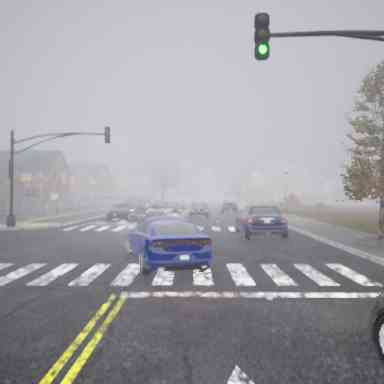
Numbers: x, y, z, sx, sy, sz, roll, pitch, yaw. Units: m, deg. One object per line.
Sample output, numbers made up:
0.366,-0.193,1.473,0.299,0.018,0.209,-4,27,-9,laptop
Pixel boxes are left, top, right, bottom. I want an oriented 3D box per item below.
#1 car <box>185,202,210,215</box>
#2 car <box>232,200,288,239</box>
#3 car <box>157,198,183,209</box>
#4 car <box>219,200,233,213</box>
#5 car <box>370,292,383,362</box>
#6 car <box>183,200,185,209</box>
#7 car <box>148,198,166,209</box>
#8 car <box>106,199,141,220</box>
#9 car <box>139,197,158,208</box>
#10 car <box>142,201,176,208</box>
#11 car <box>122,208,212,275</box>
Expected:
0.719,1.668,31.894,2.033,1.411,5.357,0,0,2,car
3.570,1.414,17.729,2.097,1.767,4.553,0,0,1,car
-2.459,1.714,38.218,1.994,1.385,4.181,0,0,3,car
4.235,1.650,38.286,1.837,1.490,4.892,0,0,2,car
3.378,1.514,2.673,1.837,1.490,4.892,0,0,0,car
-1.917,1.725,48.465,1.812,1.442,4.674,0,0,4,car
-5.122,1.684,49.225,1.882,1.535,5.008,0,0,4,car
-6.075,1.616,28.972,1.837,1.490,4.892,0,0,2,car
-5.683,1.506,38.822,2.097,1.767,4.553,0,0,2,car
-2.821,1.711,29.132,1.895,1.301,4.718,0,0,2,car
-0.948,1.514,10.834,1.882,1.535,5.008,1,0,-18,car
